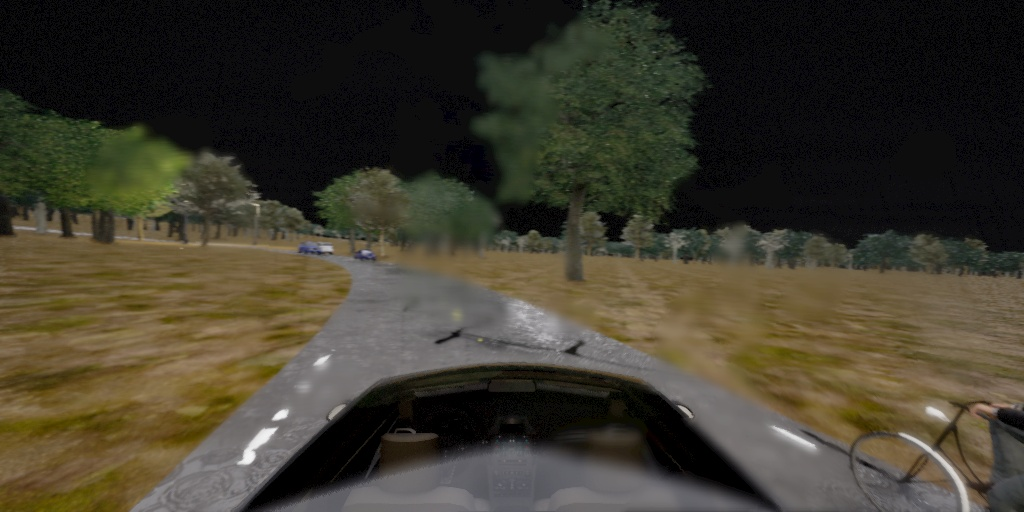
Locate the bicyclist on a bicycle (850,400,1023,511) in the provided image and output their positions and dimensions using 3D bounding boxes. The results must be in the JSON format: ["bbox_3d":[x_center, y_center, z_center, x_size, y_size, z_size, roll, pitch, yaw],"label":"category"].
[{"bbox_3d":[3.232,1.273,2.295,0.659,1.776,1.843,3,0,-13],"label":"bicyclist on a bicycle"}]

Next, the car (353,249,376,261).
[{"bbox_3d":[-18.979,-0.117,46.258,1.812,1.442,4.674,3,1,-38],"label":"car"}]

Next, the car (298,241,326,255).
[{"bbox_3d":[-31.373,-1.214,55.645,2.150,2.045,5.566,3,1,-45],"label":"car"}]
